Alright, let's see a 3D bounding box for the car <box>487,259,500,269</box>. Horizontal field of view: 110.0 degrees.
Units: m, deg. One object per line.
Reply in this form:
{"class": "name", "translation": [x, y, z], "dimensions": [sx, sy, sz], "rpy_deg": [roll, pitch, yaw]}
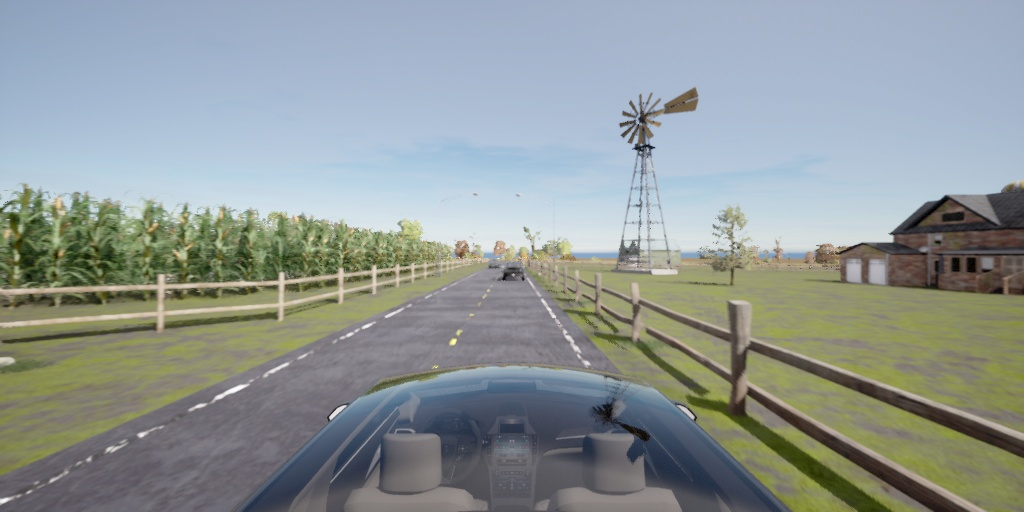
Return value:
{"class": "car", "translation": [-2.817, 1.299, 56.808], "dimensions": [1.837, 1.490, 4.892], "rpy_deg": [0, 0, 0]}

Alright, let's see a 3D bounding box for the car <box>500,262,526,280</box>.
{"class": "car", "translation": [0.131, 1.270, 31.641], "dimensions": [1.837, 1.490, 4.892], "rpy_deg": [0, 0, 0]}
